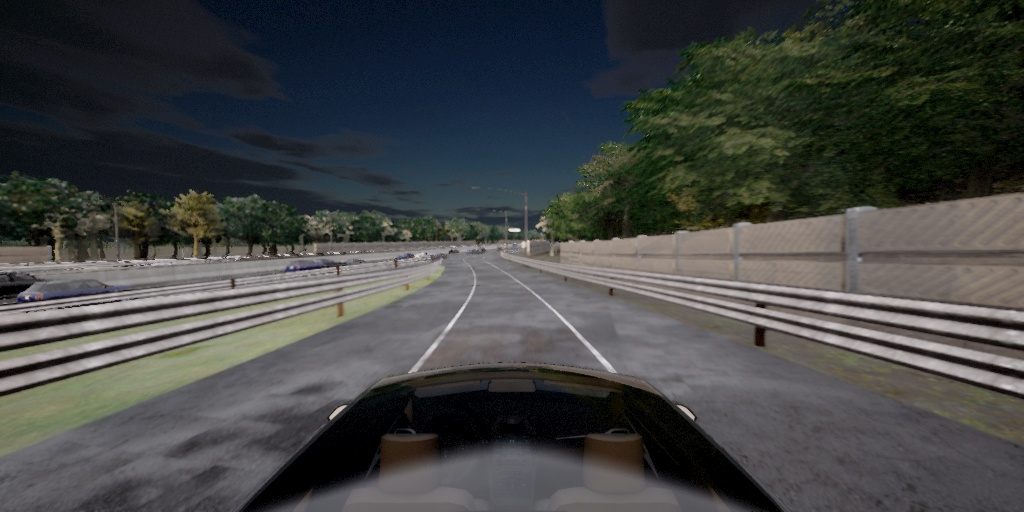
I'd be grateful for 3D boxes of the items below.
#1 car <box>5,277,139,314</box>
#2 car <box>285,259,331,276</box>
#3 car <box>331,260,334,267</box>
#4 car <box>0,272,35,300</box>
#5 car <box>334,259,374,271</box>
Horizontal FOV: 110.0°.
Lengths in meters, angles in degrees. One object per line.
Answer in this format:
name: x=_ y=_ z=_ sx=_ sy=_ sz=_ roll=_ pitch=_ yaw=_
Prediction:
car: x=-24.932 y=2.112 z=20.852 sx=2.097 sy=1.767 sz=4.553 roll=0 pitch=3 yaw=13
car: x=-23.744 y=1.206 z=41.465 sx=2.097 sy=1.767 sz=4.553 roll=0 pitch=3 yaw=13
car: x=-25.609 y=1.080 z=48.909 sx=2.033 sy=1.411 sz=5.357 roll=0 pitch=3 yaw=13
car: x=-31.740 y=1.981 z=22.480 sx=2.150 sy=2.045 sz=5.566 roll=0 pitch=3 yaw=13
car: x=-19.365 y=1.137 z=44.854 sx=1.837 sy=1.490 sz=4.892 roll=0 pitch=3 yaw=13
